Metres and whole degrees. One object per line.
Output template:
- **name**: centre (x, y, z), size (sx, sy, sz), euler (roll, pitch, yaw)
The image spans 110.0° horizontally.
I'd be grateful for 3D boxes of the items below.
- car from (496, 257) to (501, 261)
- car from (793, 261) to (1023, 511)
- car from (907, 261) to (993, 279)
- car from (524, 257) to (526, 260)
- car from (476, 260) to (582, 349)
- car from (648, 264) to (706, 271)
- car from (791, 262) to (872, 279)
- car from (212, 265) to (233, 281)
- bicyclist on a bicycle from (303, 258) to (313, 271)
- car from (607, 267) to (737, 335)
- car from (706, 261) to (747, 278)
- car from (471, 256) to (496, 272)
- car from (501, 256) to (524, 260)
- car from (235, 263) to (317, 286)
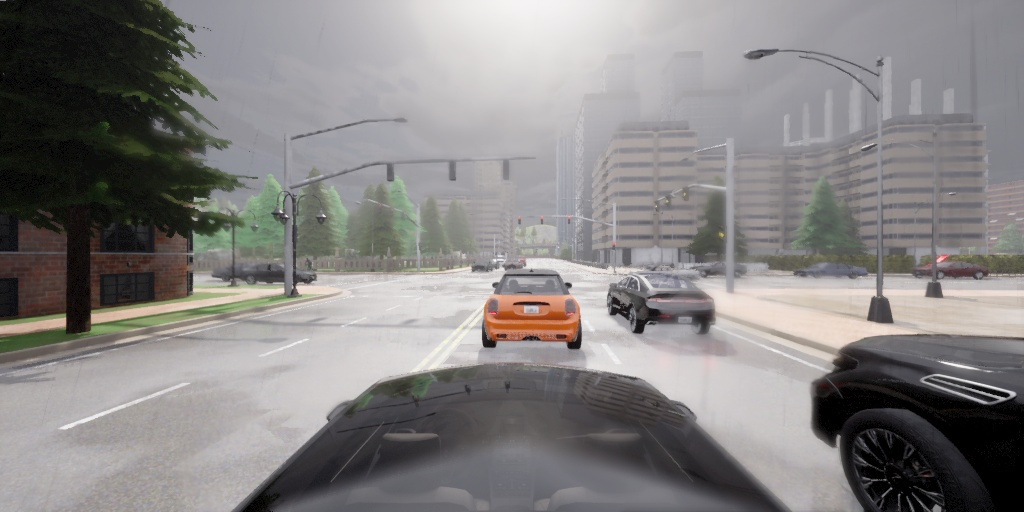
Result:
- **car**: centre (-3.026, 1.241, 54.785), size (2.128, 1.511, 4.902), euler (0, 0, 4)
- **car**: centre (3.708, 0.971, 0.741), size (2.150, 2.045, 5.566), euler (0, 0, 0)
- **car**: centre (38.752, 1.228, 31.805), size (5.008, 1.535, 1.882), euler (0, 0, 4)
- **car**: centre (0.779, 1.314, 58.634), size (1.994, 1.385, 4.181), euler (0, 0, 5)
- **car**: centre (0.517, 1.102, 9.350), size (2.097, 1.767, 4.553), euler (0, 0, 3)
- **car**: centre (11.318, 1.351, 26.568), size (4.718, 1.301, 1.895), euler (0, 0, 4)
- **car**: centre (28.849, 1.297, 32.526), size (5.357, 1.411, 2.033), euler (0, 0, 4)
- **car**: centre (-21.074, 1.297, 28.907), size (5.357, 1.411, 2.033), euler (0, 0, 4)
- **bicyclist on a bicycle**: centre (-22.760, 1.051, 40.035), size (0.582, 1.620, 1.656), euler (0, 0, 4)
- **car**: centre (4.092, 1.241, 10.578), size (2.128, 1.511, 4.902), euler (0, 0, 4)
- **car**: centre (19.001, 1.241, 33.236), size (4.902, 1.511, 2.128), euler (0, 0, 4)
- **car**: centre (-3.761, 1.102, 45.866), size (2.097, 1.767, 4.553), euler (0, 0, 6)
- **car**: centre (0.134, 1.102, 50.038), size (2.097, 1.767, 4.553), euler (0, 0, 4)
- **car**: centre (-16.201, 1.255, 25.044), size (4.892, 1.490, 1.837), euler (0, 0, 4)
